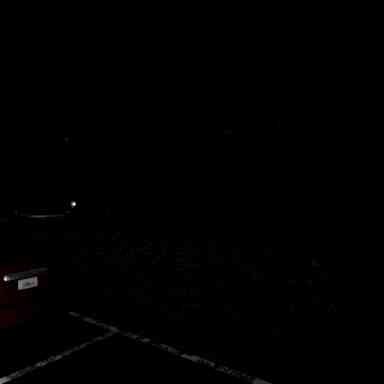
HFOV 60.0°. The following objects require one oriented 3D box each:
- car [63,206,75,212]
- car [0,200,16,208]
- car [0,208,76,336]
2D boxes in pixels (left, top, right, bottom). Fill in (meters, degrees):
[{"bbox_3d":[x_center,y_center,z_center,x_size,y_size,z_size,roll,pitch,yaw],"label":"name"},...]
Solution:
[{"bbox_3d":[-12.163,1.837,37.951,1.895,1.301,4.718,-1,-1,36],"label":"car"},{"bbox_3d":[-18.239,1.502,29.766,2.097,1.767,4.553,-1,-1,37],"label":"car"},{"bbox_3d":[-4.142,1.316,5.907,5.009,1.841,2.192,0,-1,36],"label":"car"}]
